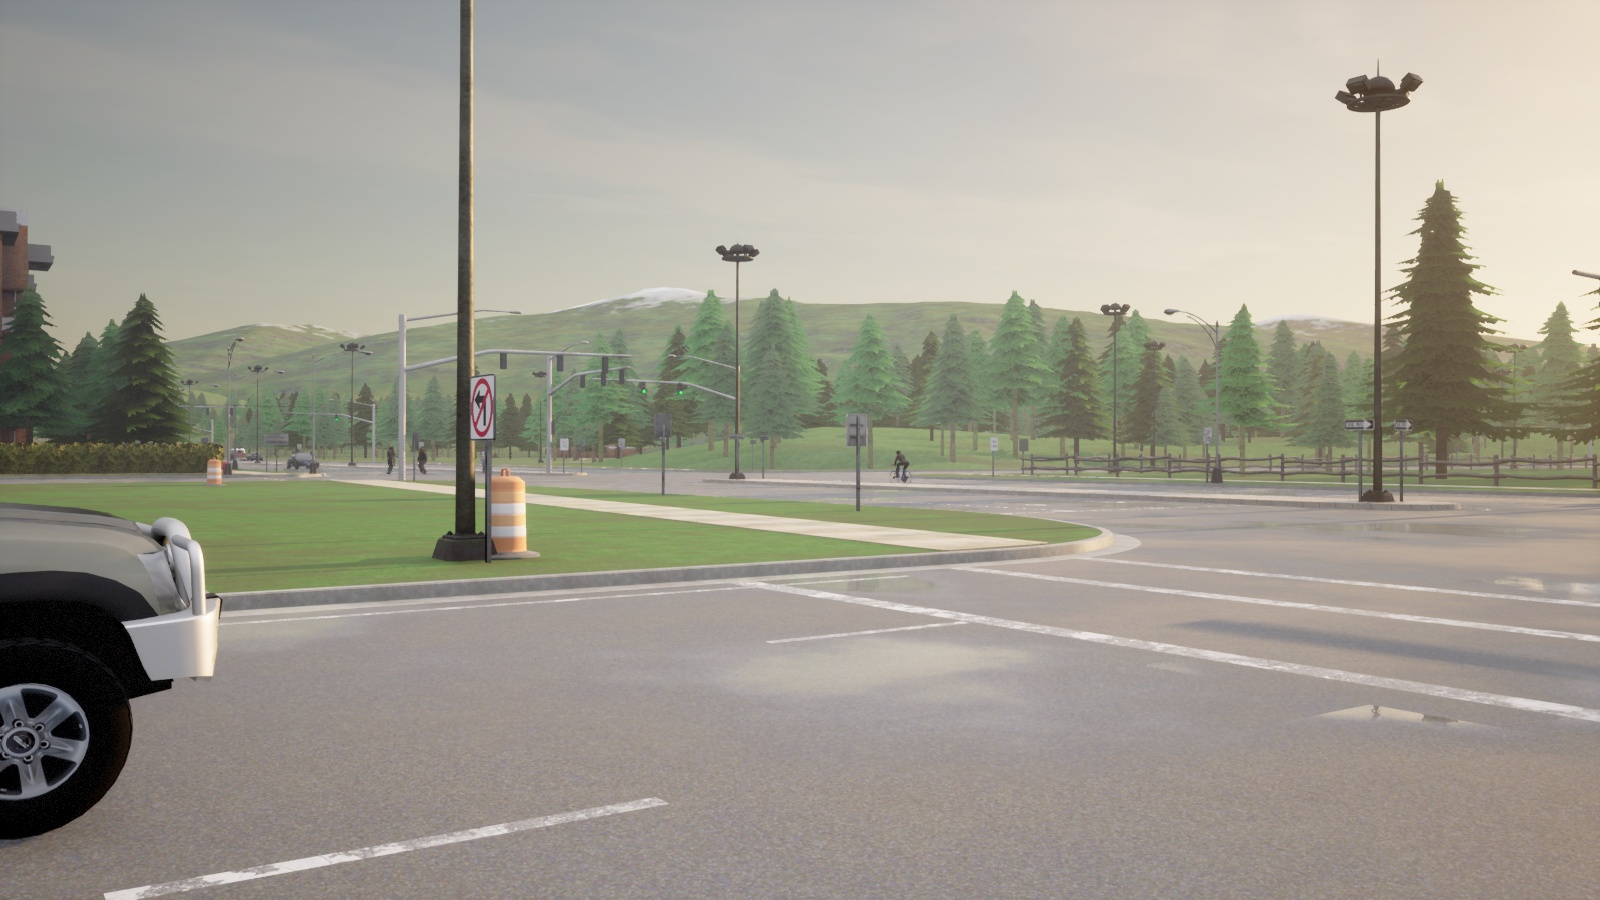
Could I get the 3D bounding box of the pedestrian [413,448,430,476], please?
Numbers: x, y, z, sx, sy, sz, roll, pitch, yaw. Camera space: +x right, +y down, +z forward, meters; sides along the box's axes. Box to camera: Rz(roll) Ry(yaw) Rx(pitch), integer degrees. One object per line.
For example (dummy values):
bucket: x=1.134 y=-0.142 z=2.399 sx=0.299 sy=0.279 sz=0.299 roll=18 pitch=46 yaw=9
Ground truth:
pedestrian: x=-24.971 y=0.789 z=82.863 sx=0.899 sy=1.844 sz=0.634 roll=0 pitch=0 yaw=-40

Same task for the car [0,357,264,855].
car: x=-4.662 y=0.583 z=4.678 sx=4.605 sy=1.855 sz=1.932 roll=0 pitch=0 yaw=-35
